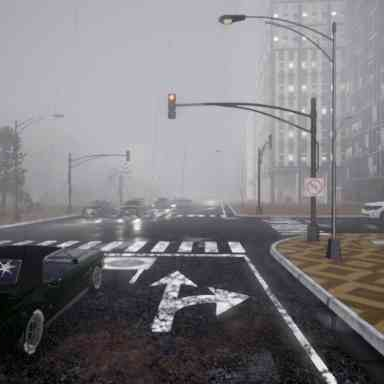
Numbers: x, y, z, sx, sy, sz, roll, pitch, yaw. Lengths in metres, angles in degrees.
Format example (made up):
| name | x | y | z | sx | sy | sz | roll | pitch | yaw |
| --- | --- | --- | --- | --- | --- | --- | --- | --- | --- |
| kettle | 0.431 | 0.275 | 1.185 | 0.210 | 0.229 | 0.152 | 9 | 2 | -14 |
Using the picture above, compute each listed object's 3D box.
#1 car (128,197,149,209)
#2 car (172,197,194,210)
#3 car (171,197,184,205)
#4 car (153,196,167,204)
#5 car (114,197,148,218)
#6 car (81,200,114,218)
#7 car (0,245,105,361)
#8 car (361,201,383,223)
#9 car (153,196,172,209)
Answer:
| name | x | y | z | sx | sy | sz | roll | pitch | yaw |
| --- | --- | --- | --- | --- | --- | --- | --- | --- | --- |
| car | -7.262 | 1.496 | 45.628 | 1.837 | 1.490 | 4.892 | 0 | 0 | 5 |
| car | -0.832 | 1.539 | 41.943 | 2.033 | 1.411 | 5.357 | 0 | 0 | 5 |
| car | -2.671 | 1.597 | 61.893 | 1.895 | 1.301 | 4.718 | 0 | 0 | 5 |
| car | -5.911 | 1.472 | 62.158 | 1.882 | 1.535 | 5.008 | 0 | 0 | 5 |
| car | -5.230 | 1.484 | 30.175 | 1.837 | 1.490 | 4.892 | 0 | 0 | 4 |
| car | -8.468 | 1.480 | 30.428 | 2.128 | 1.511 | 4.902 | 0 | 0 | 4 |
| car | -3.043 | 1.600 | 5.946 | 1.895 | 1.301 | 4.718 | 0 | 0 | 1 |
| car | 14.830 | 1.058 | 22.949 | 5.566 | 2.045 | 2.150 | 0 | 0 | 5 |
| car | -3.980 | 1.497 | 45.905 | 1.837 | 1.490 | 4.892 | 0 | 0 | 5 |
